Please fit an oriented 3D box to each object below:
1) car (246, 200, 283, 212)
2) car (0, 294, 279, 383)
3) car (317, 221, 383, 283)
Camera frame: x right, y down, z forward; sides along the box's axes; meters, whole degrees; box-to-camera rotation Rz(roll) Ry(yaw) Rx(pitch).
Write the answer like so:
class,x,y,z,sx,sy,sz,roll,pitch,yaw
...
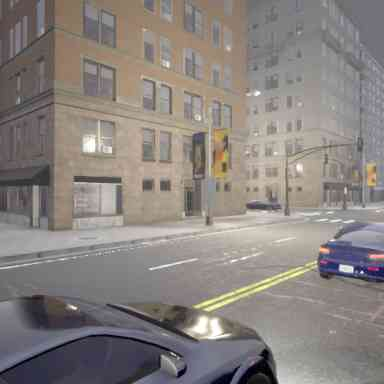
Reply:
class,x,y,z,sx,sy,sz,roll,pitch,yaw
car,8.014,1.592,38.509,4.718,1.301,1.895,0,0,43
car,-1.038,1.564,2.572,1.994,1.385,4.181,0,0,43
car,4.978,1.528,9.021,1.812,1.442,4.674,0,0,43
